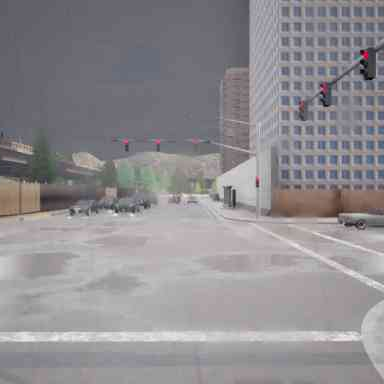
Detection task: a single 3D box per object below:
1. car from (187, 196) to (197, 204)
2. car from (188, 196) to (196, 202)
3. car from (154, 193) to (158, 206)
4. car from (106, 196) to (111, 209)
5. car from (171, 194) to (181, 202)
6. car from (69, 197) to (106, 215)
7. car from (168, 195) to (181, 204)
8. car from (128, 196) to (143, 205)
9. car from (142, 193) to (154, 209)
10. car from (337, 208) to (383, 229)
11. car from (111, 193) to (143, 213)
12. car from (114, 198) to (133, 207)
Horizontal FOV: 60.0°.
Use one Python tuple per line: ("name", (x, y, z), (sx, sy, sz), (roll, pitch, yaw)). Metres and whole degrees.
("car", (0.086, 1.601, 64.563), (1.895, 1.301, 4.718), (0, 0, 0))
("car", (-0.010, 1.595, 74.805), (1.895, 1.301, 4.718), (0, 0, 0))
("car", (-7.073, 1.221, 56.904), (2.150, 2.045, 5.566), (0, 0, 0))
("car", (-10.598, 1.352, 42.087), (2.097, 1.767, 4.553), (0, 0, 0))
("car", (-3.511, 1.305, 74.425), (1.882, 1.535, 5.008), (0, 0, 0))
("car", (-10.608, 1.492, 33.191), (2.128, 1.511, 4.902), (0, 0, 1))
("car", (-3.510, 1.601, 64.232), (1.895, 1.301, 4.718), (0, 0, 0))
("car", (-10.568, 1.478, 62.100), (1.882, 1.535, 5.008), (0, 0, 0))
("car", (-7.091, 1.221, 46.175), (2.150, 2.045, 5.566), (0, 0, 0))
("car", (11.850, 1.656, 21.142), (4.718, 1.301, 1.895), (0, 0, 0))
("car", (-7.093, 1.352, 36.739), (2.097, 1.767, 4.553), (0, 0, 0))
("car", (-10.595, 1.601, 51.881), (1.895, 1.301, 4.718), (0, 0, 0))
